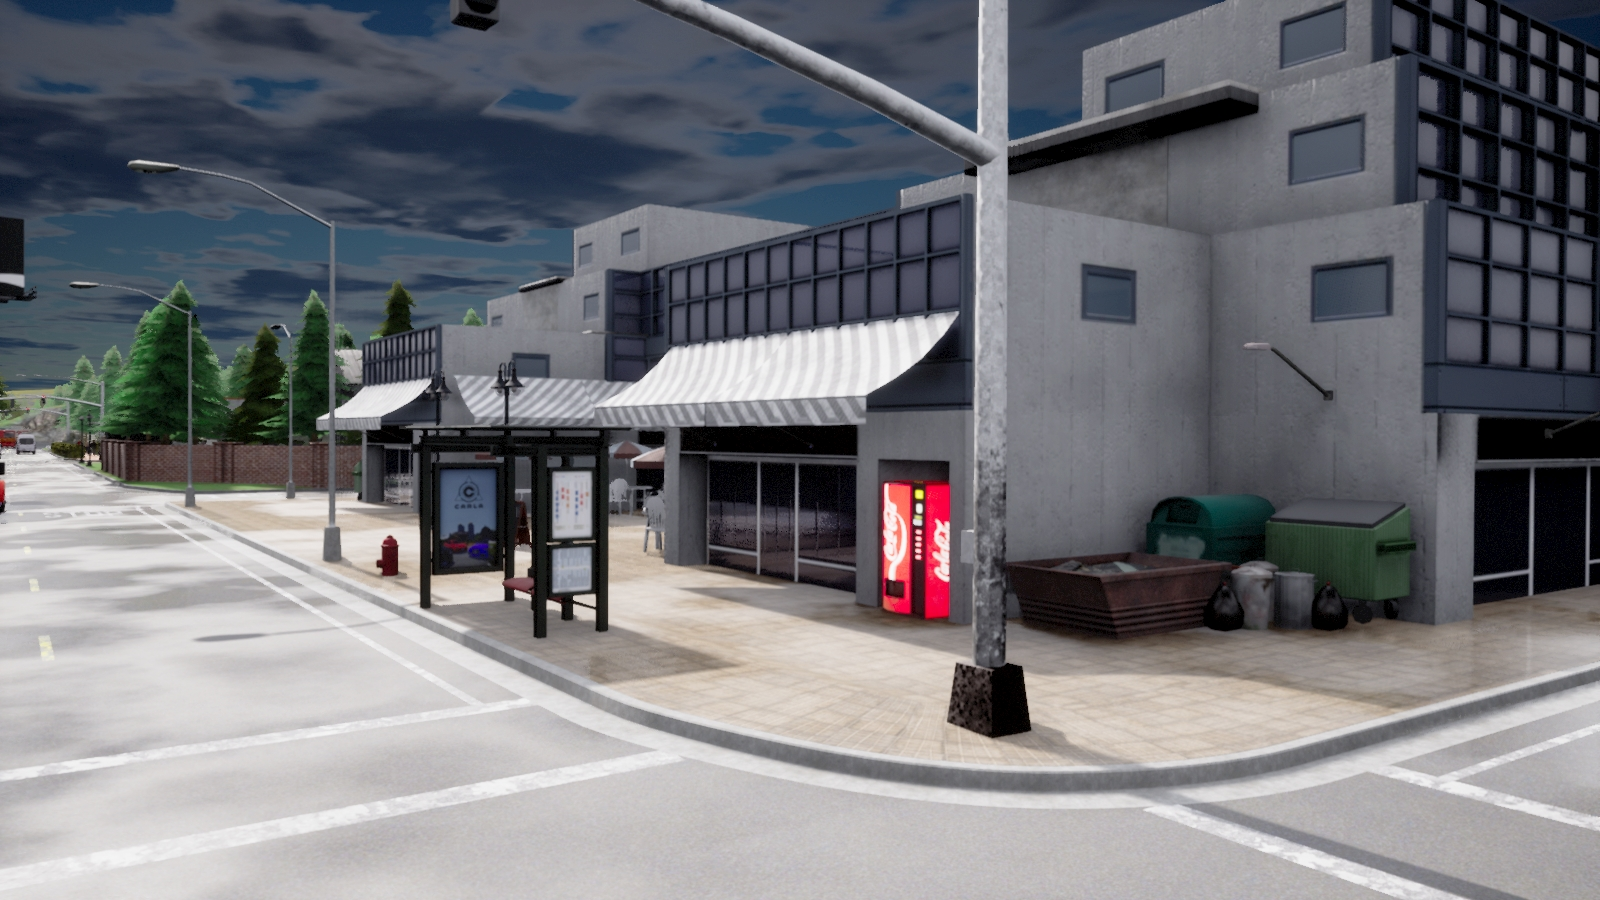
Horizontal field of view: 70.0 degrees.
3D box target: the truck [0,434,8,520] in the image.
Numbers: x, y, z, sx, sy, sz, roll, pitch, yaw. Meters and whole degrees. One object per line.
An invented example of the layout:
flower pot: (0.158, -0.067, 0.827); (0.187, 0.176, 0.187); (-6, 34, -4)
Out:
truck: (-26.915, 0.799, 36.513); (2.627, 2.467, 5.204); (0, 2, -35)
